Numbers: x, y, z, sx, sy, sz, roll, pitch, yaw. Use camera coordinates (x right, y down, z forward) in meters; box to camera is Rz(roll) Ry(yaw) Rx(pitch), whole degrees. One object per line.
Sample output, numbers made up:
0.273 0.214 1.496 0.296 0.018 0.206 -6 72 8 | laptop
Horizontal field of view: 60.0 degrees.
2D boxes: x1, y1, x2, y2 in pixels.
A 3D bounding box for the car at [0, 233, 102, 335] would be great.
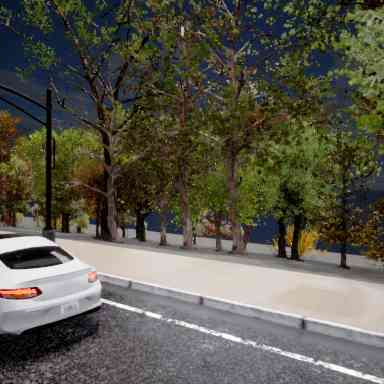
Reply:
-3.624 1.525 6.273 4.674 1.442 1.812 0 0 37 | car
